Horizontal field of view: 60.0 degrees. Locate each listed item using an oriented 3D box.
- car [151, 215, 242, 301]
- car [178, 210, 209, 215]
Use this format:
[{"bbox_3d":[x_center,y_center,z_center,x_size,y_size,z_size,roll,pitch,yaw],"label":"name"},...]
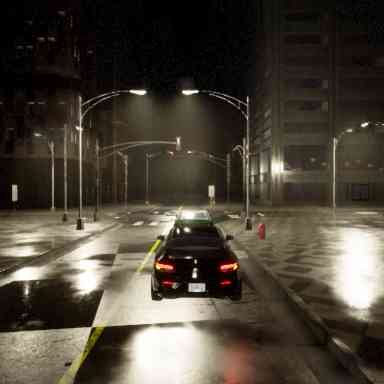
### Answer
[{"bbox_3d":[0.086,1.523,8.186,1.812,1.442,4.674,0,0,0],"label":"car"},{"bbox_3d":[0.076,1.593,17.211,1.895,1.301,4.718,0,0,0],"label":"car"}]
